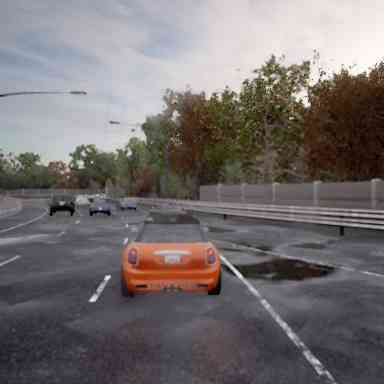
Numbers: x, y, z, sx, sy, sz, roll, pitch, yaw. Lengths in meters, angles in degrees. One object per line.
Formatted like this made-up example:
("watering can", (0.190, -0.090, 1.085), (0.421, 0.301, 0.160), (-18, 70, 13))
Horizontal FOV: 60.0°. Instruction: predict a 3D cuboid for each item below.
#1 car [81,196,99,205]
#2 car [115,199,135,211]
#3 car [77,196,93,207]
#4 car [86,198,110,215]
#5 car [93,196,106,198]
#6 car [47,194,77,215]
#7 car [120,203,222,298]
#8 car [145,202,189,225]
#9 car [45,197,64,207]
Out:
("car", (-18.391, 1.473, 60.007), (1.882, 1.535, 5.008), (0, 0, -32))
("car", (-7.903, 1.542, 39.874), (2.033, 1.411, 5.357), (0, 0, -21))
("car", (-16.989, 1.522, 50.985), (1.812, 1.442, 4.674), (0, 0, -28))
("car", (-9.401, 1.561, 33.570), (1.994, 1.385, 4.181), (0, 0, -19))
("car", (-14.868, 1.486, 54.086), (2.128, 1.511, 4.902), (0, 0, -29))
("car", (-13.016, 1.219, 33.477), (2.150, 2.045, 5.566), (0, 0, -19))
("car", (-0.575, 1.344, 8.731), (2.097, 1.767, 4.553), (1, 0, -5))
("car", (-1.982, 1.560, 25.149), (1.994, 1.385, 4.181), (0, 0, -25))
("car", (-21.251, 1.488, 51.440), (2.128, 1.511, 4.902), (0, 0, -29))
